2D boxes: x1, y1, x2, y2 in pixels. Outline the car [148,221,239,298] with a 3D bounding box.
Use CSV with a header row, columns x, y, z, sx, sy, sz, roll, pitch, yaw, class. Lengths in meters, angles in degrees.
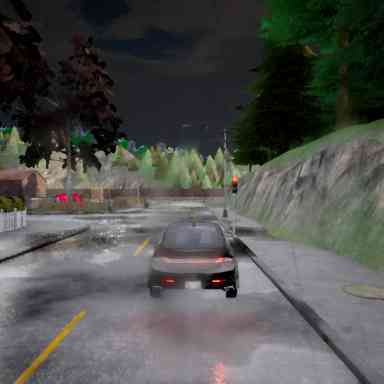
x,y,z,sx,sy,sz,roll,pitch,yaw,class
0.048,1.492,8.504,2.128,1.511,4.902,0,0,1,car
